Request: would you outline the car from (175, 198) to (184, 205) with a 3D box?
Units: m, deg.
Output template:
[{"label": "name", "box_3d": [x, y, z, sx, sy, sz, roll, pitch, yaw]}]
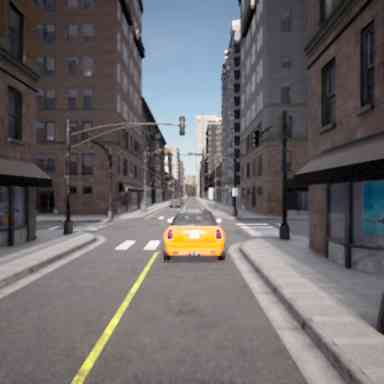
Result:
[{"label": "car", "box_3d": [-2.603, 1.996, 69.496, 1.837, 1.490, 4.892, 0, 0, 0]}]

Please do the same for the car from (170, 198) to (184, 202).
[{"label": "car", "box_3d": [-2.709, 1.920, 53.920, 2.033, 1.411, 5.357, 0, 0, 1]}]

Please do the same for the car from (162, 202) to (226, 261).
[{"label": "car", "box_3d": [0.094, 1.434, 12.755, 2.097, 1.767, 4.553, 0, 0, 1]}]
